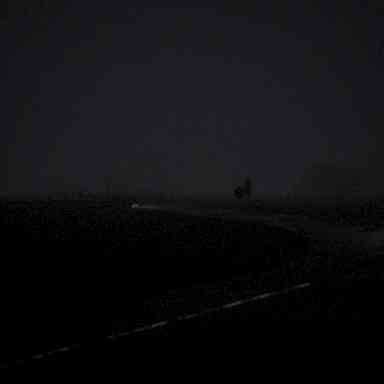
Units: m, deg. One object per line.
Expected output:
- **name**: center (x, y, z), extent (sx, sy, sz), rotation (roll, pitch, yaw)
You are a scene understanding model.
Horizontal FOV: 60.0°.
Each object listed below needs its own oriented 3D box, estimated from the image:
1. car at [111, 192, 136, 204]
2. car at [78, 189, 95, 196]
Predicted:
- **car**: center (-8.994, 0.799, 43.575), extent (2.128, 1.511, 4.902), rotation (-1, 2, -35)
- **car**: center (-18.124, 0.180, 56.720), extent (1.882, 1.535, 5.008), rotation (-1, 2, -35)
